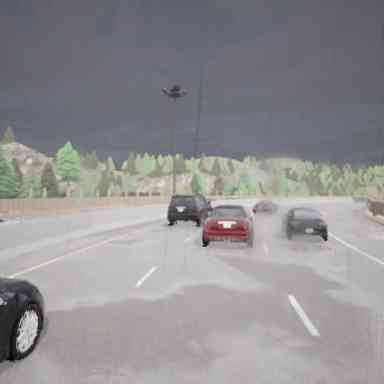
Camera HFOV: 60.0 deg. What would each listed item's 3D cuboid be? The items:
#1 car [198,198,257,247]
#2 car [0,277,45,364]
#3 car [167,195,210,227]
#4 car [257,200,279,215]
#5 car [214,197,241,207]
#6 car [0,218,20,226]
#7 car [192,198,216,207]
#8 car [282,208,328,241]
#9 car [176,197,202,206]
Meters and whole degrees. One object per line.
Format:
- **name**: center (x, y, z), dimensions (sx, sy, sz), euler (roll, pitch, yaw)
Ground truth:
- **car**: center (1.762, 1.355, 15.199), dimensions (2.097, 1.767, 4.553), euler (0, 0, 10)
- **car**: center (-3.176, 1.493, 3.053), dimensions (1.837, 1.490, 4.892), euler (0, 0, 2)
- **car**: center (-0.008, 1.224, 23.244), dimensions (2.150, 2.045, 5.566), euler (0, 0, 15)
- **car**: center (7.684, 1.559, 34.498), dimensions (2.033, 1.411, 5.357), euler (0, 0, 24)
- **car**: center (5.792, 1.604, 53.154), dimensions (2.033, 1.411, 5.357), euler (0, 0, 34)
- **car**: center (-9.383, 1.578, 13.671), dimensions (1.895, 1.301, 4.718), euler (0, 0, 9)
- **car**: center (2.042, 1.626, 53.762), dimensions (1.994, 1.385, 4.181), euler (0, 0, 33)
- **car**: center (5.645, 1.535, 16.911), dimensions (1.812, 1.442, 4.674), euler (0, 0, 12)
- **car**: center (-0.457, 1.579, 56.361), dimensions (1.837, 1.490, 4.892), euler (0, 0, 33)
